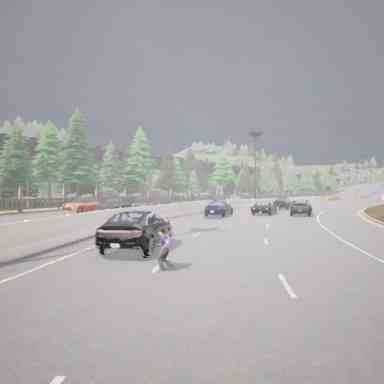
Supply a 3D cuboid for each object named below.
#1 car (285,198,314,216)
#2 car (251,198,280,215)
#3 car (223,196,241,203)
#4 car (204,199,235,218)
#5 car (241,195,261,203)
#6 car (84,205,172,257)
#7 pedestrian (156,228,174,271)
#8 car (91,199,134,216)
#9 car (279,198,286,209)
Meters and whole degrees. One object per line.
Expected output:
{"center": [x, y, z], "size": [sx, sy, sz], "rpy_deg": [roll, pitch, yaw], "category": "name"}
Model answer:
{"center": [10.732, 1.492, 32.438], "size": [2.128, 1.511, 4.902], "rpy_deg": [0, 0, 22], "category": "car"}
{"center": [7.262, 1.601, 33.289], "size": [1.895, 1.301, 4.718], "rpy_deg": [0, 0, 22], "category": "car"}
{"center": [8.392, 1.509, 69.249], "size": [1.812, 1.442, 4.674], "rpy_deg": [0, 0, 36], "category": "car"}
{"center": [2.506, 1.525, 30.698], "size": [1.812, 1.442, 4.674], "rpy_deg": [0, 0, 20], "category": "car"}
{"center": [12.202, 1.454, 68.534], "size": [1.882, 1.535, 5.008], "rpy_deg": [0, 0, 36], "category": "car"}
{"center": [-2.088, 1.492, 13.055], "size": [2.128, 1.511, 4.902], "rpy_deg": [0, 0, 9], "category": "car"}
{"center": [-0.742, 1.574, 9.384], "size": [0.375, 1.300, 0.375], "rpy_deg": [0, 0, 7], "category": "pedestrian"}
{"center": [-7.837, 1.505, 33.433], "size": [1.837, 1.490, 4.892], "rpy_deg": [0, 0, 20], "category": "car"}
{"center": [11.725, 1.505, 42.607], "size": [1.837, 1.490, 4.892], "rpy_deg": [0, 0, 29], "category": "car"}
